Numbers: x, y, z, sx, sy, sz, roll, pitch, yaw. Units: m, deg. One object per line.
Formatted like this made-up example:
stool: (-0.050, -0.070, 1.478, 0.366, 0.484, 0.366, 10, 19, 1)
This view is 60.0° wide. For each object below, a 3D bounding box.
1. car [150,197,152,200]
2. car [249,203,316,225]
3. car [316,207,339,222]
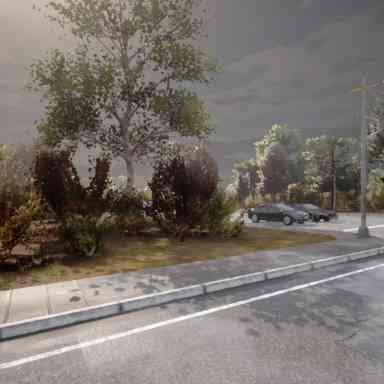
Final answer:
car: (-6.108, 1.847, 52.976, 5.566, 2.045, 2.150, -2, -1, 40)
car: (6.370, 1.596, 24.869, 1.837, 1.490, 4.892, 0, -1, -39)
car: (9.027, 1.640, 27.196, 2.033, 1.411, 5.357, 0, -1, -39)
